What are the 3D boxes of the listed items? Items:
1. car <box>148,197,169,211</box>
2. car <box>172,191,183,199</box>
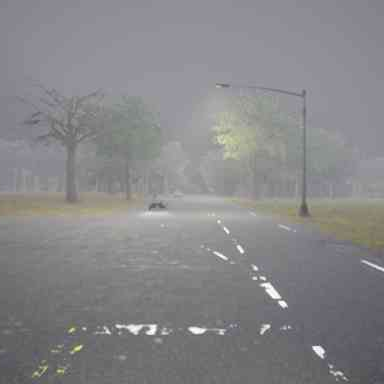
[{"bbox_3d":[-3.461,1.227,35.032,1.895,1.301,4.718,0,0,0],"label":"car"},{"bbox_3d":[-3.255,0.628,77.027,2.097,1.767,4.553,0,0,4],"label":"car"}]
